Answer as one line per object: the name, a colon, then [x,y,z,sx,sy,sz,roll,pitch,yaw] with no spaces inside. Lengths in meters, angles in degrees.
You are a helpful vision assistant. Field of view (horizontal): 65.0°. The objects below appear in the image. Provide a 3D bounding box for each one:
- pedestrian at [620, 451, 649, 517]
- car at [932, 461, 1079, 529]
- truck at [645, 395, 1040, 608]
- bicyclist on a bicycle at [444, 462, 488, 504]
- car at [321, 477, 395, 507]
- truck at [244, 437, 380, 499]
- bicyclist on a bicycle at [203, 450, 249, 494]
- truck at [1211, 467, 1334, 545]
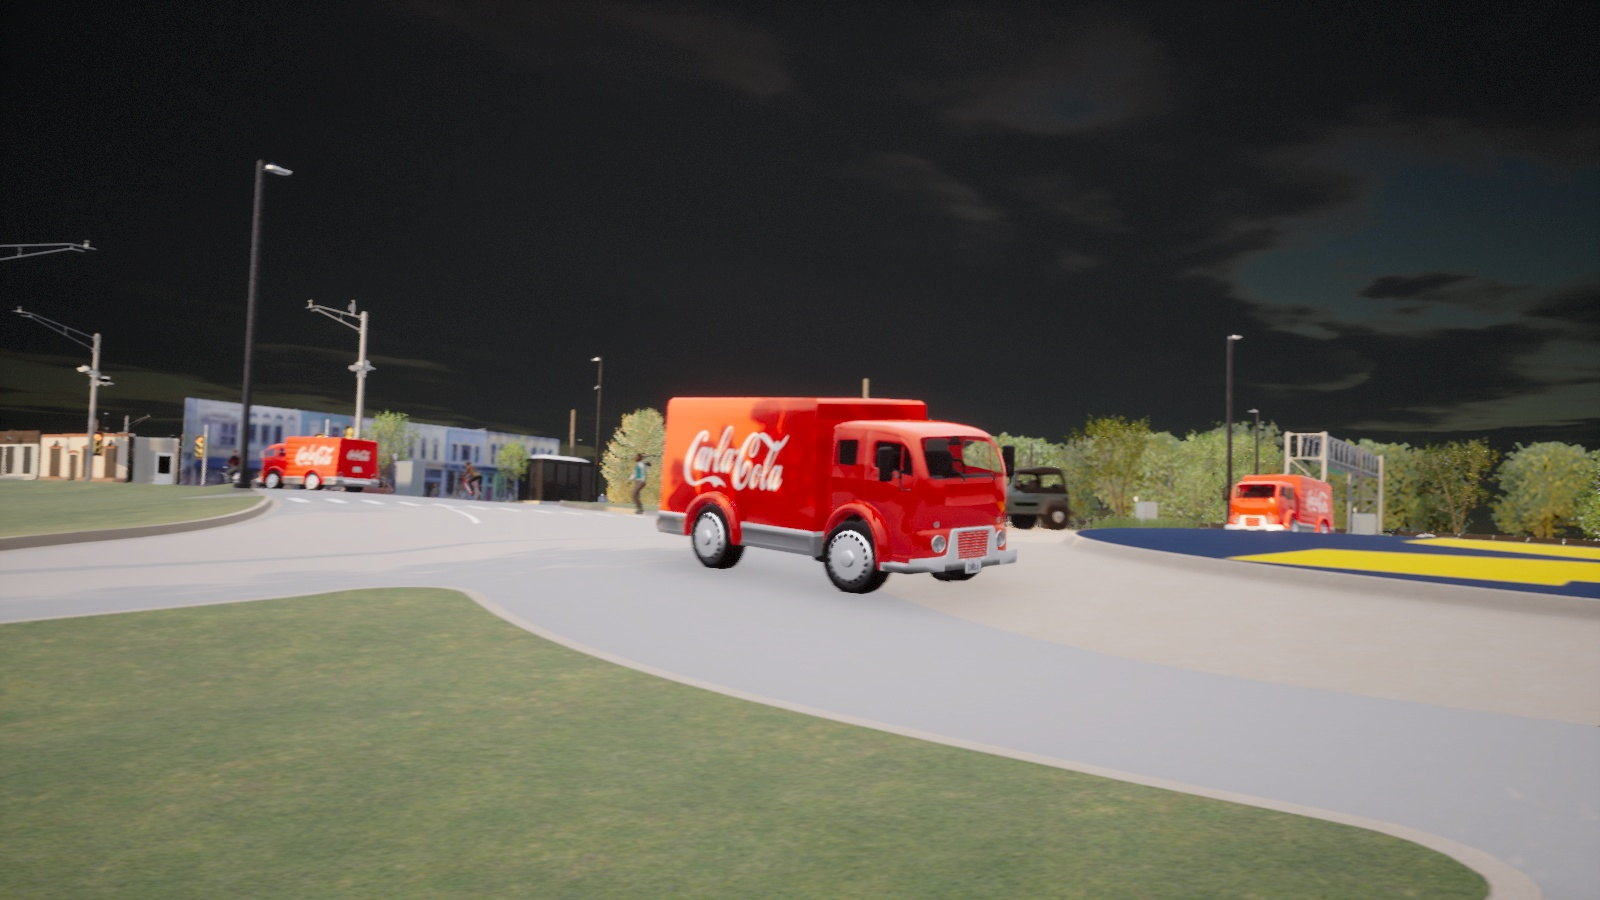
pedestrian: [-4.920,1.014,37.403,0.692,1.930,0.396,4,-5,-34]
car: [6.054,1.368,37.047,3.866,1.878,1.905,2,-4,-26]
truck: [0.413,0.500,17.569,2.627,2.467,5.204,-1,3,-42]
bicyclist on a bicycle: [-13.526,1.332,50.828,1.656,1.620,0.582,1,-4,26]
car: [-27.497,2.629,78.176,1.851,1.617,3.988,-1,-5,33]
truck: [-21.300,0.792,54.786,5.204,2.467,2.627,0,-4,28]
bicyclist on a bicycle: [-24.063,0.920,52.666,1.843,1.776,0.659,0,-4,27]
truck: [17.267,2.094,45.716,2.627,2.467,5.204,-2,-7,40]
